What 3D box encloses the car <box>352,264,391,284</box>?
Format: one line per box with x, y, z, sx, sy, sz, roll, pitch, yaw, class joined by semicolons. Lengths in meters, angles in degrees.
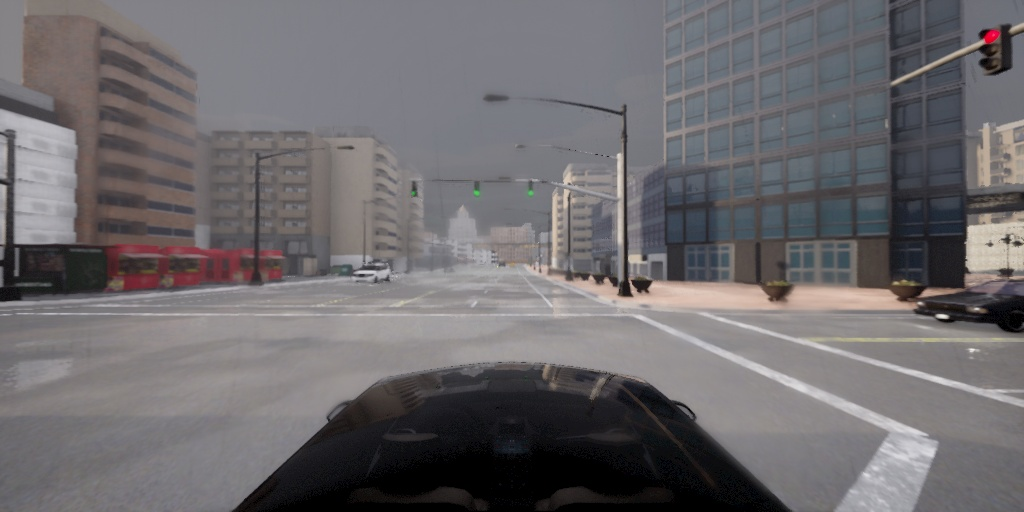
-13.985;1.798;36.009;2.150;2.045;5.566;0;0;0;car

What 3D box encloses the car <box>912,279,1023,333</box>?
15.514;1.415;10.701;5.357;1.411;2.033;0;-1;1;car
